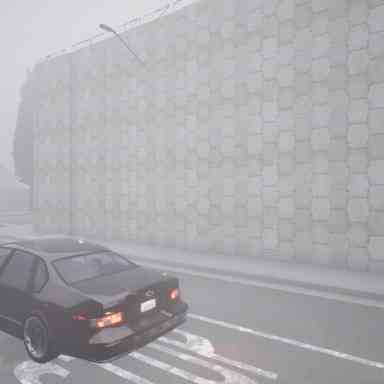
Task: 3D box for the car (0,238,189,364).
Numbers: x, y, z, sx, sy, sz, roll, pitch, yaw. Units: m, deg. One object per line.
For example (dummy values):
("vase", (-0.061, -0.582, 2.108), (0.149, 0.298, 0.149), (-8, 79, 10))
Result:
("car", (-2.628, 1.547, 5.852), (5.357, 1.411, 2.033), (0, 0, 35))
